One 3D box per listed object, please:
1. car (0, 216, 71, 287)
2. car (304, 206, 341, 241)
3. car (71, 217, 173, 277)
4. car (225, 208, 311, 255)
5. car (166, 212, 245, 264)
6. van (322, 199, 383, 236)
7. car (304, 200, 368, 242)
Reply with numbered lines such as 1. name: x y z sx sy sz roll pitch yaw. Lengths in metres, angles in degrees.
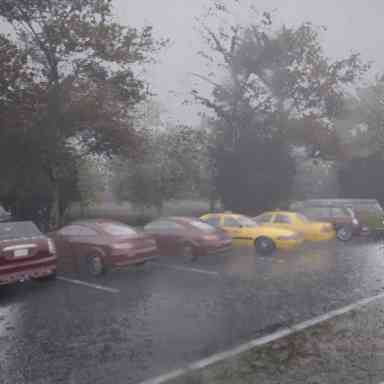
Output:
1. car: -5.510 1.379 8.518 4.553 1.767 2.185 -1 -1 34
2. car: 3.825 1.588 15.691 5.366 1.575 1.946 -1 -1 33
3. car: -3.137 1.567 10.274 4.674 1.452 2.002 -1 -1 34
4. car: 1.775 1.563 13.709 5.366 1.575 1.946 -1 -1 33
5. car: -0.755 1.588 12.032 4.674 1.452 2.002 -1 -1 34
6. van: 8.774 1.404 19.144 4.442 1.987 1.878 -1 -1 32
7. car: 6.361 1.484 17.370 4.553 1.767 2.185 -1 -1 33
